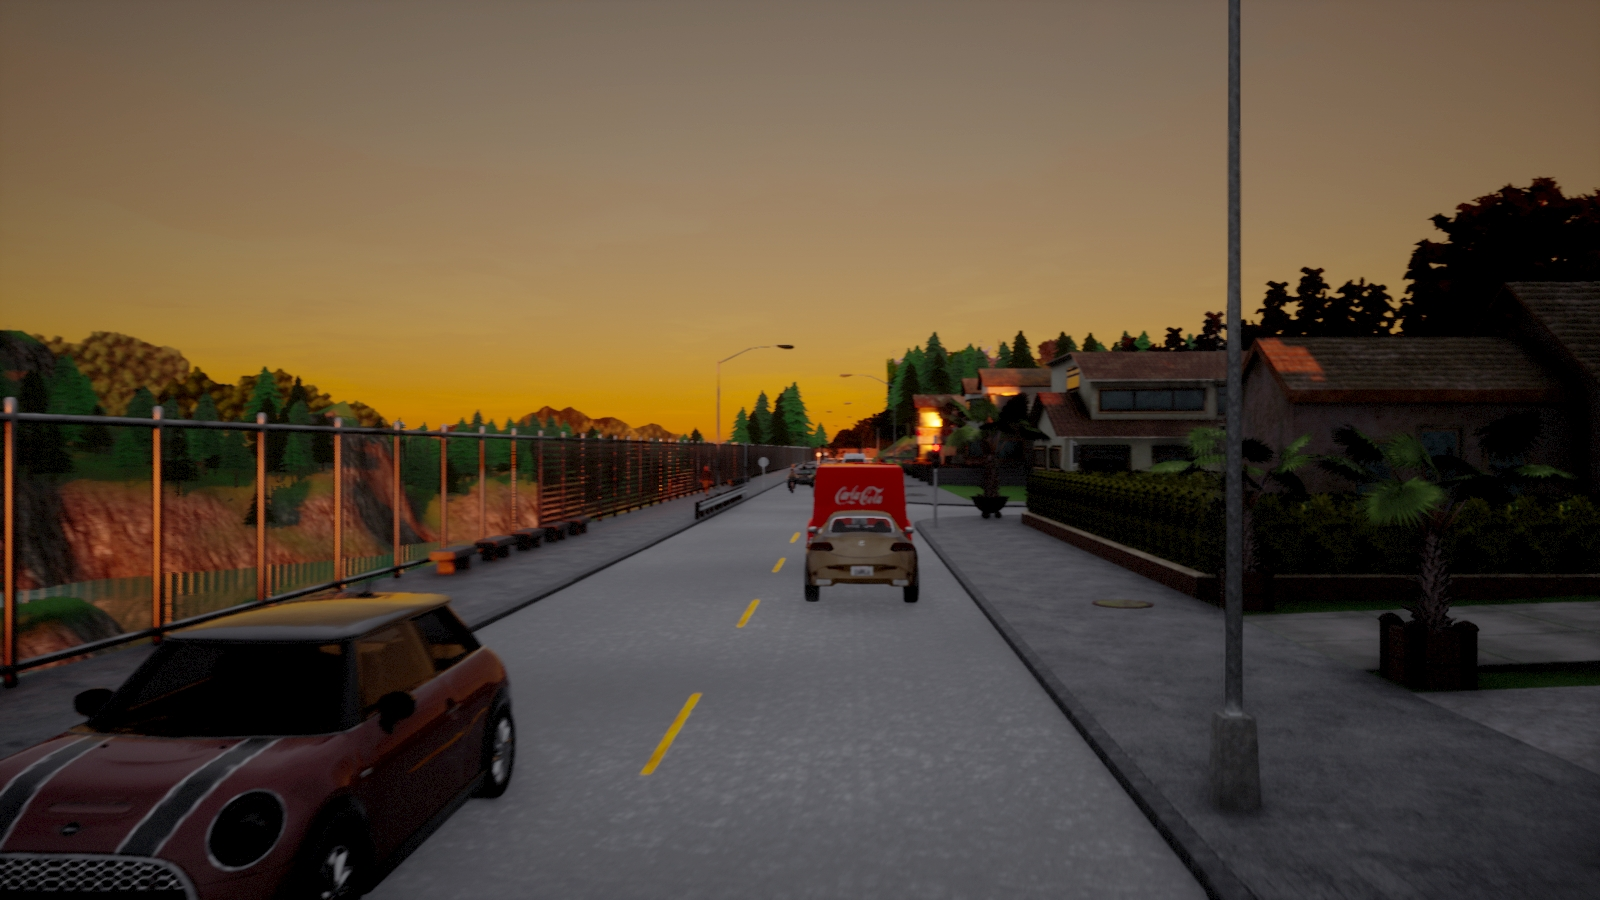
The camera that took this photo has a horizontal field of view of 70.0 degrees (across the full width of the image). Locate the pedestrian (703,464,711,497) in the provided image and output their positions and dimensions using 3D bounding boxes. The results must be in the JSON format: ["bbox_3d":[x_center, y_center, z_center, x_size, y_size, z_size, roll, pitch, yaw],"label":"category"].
[{"bbox_3d":[-5.343,1.741,65.589,0.375,1.860,0.375,0,0,5],"label":"pedestrian"}]

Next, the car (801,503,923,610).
[{"bbox_3d":[1.210,1.993,22.693,2.152,1.651,5.027,0,0,3],"label":"car"}]

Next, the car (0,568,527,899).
[{"bbox_3d":[-3.489,1.903,7.584,2.097,1.767,4.553,0,0,2],"label":"car"}]

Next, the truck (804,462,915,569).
[{"bbox_3d":[1.530,1.570,29.606,2.627,2.467,5.204,0,0,3],"label":"truck"}]

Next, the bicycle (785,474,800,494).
[{"bbox_3d":[-0.496,2.157,72.601,0.859,1.276,1.487,0,0,3],"label":"bicycle"}]
